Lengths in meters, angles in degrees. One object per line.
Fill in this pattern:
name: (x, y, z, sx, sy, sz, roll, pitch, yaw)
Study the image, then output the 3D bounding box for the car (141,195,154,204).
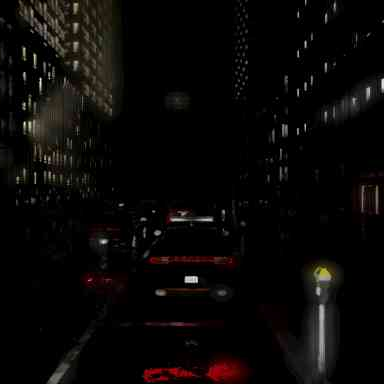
car: (-8.845, 1.426, 66.141, 1.967, 1.590, 4.097, -1, 0, 0)

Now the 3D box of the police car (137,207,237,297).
police car: (-0.012, 1.423, 8.762, 1.930, 1.638, 5.238, 0, 0, 0)

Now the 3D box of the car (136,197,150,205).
car: (-8.843, 1.569, 60.458, 1.802, 1.307, 4.206, -1, 0, 0)

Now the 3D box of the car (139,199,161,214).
car: (-3.146, 1.568, 29.248, 1.994, 1.385, 4.181, 0, 0, 0)

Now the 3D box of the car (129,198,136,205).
car: (-8.843, 1.541, 49.090, 2.008, 1.369, 4.403, -1, 0, 0)

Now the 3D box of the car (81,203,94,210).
car: (-8.843, 1.577, 26.356, 1.802, 1.307, 4.206, -1, 0, 0)

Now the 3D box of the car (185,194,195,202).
car: (-0.465, 1.298, 77.509, 2.192, 1.841, 5.009, -1, 0, 0)

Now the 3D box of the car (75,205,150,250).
car: (-3.146, 1.514, 14.247, 1.837, 1.490, 4.892, 0, 0, 0)

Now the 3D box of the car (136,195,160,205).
car: (-6.146, 1.396, 47.278, 2.097, 1.767, 4.553, 0, 0, 0)

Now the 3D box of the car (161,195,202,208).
car: (-0.465, 1.311, 20.672, 2.192, 1.841, 5.009, -1, 0, 0)

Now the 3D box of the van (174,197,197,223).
van: (-0.465, 1.336, 26.356, 1.690, 1.788, 3.998, -1, 0, 0)

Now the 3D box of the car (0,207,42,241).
car: (-8.843, 1.541, 14.989, 1.887, 1.381, 4.507, -1, 0, 0)

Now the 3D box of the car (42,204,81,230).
car: (-8.844, 1.547, 20.672, 2.008, 1.369, 4.403, -1, 0, 0)

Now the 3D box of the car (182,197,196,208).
car: (-0.463, 1.541, 49.090, 2.008, 1.369, 4.403, -1, 0, 0)

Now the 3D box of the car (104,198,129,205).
car: (-8.844, 1.543, 37.723, 2.008, 1.369, 4.403, -1, 0, 0)
